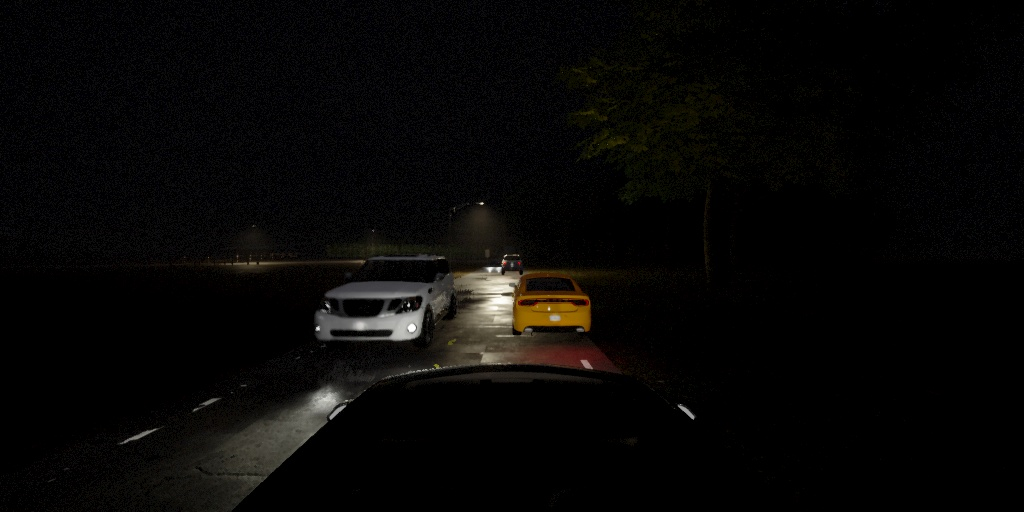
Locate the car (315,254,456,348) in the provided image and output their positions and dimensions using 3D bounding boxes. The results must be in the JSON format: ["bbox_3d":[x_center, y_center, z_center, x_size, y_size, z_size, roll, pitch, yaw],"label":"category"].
[{"bbox_3d":[-2.862,0.963,9.520,2.150,2.045,5.566,0,0,0],"label":"car"}]

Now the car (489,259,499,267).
[{"bbox_3d":[-2.841,1.150,59.134,1.895,1.301,4.718,0,0,0],"label":"car"}]

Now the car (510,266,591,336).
[{"bbox_3d":[0.949,1.218,10.408,1.882,1.535,5.008,0,0,0],"label":"car"}]

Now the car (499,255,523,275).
[{"bbox_3d":[0.015,0.895,37.980,2.150,2.045,5.566,0,0,0],"label":"car"}]
